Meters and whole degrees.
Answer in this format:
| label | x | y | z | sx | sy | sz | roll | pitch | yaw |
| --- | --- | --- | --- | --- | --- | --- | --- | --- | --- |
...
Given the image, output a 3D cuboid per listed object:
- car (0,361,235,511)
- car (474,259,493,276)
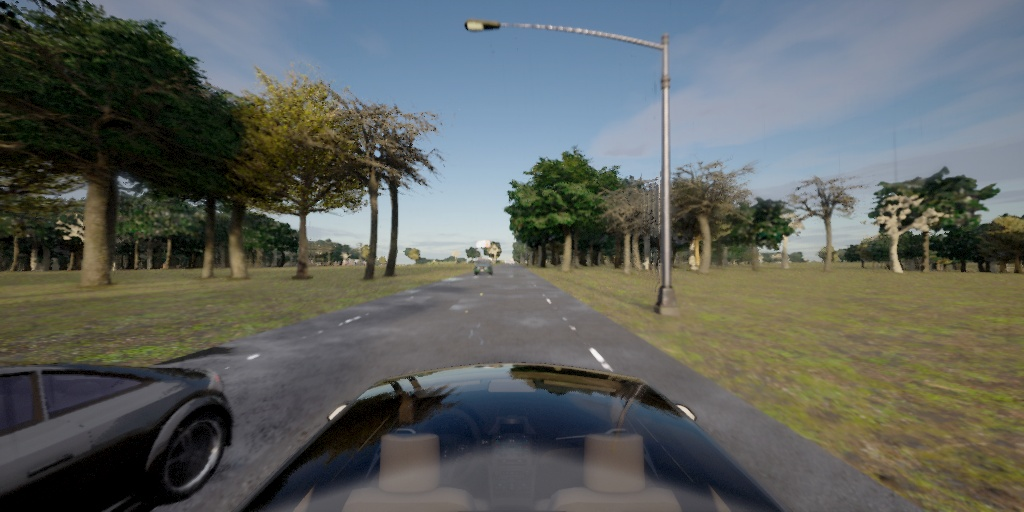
| label | x | y | z | sx | sy | sz | roll | pitch | yaw |
| --- | --- | --- | --- | --- | --- | --- | --- | --- | --- |
| car | -3.598 | 1.313 | 1.624 | 1.994 | 1.385 | 4.181 | 0 | -1 | 0 |
| car | -3.562 | 1.451 | 45.737 | 2.150 | 2.045 | 5.566 | 0 | -1 | 0 |
